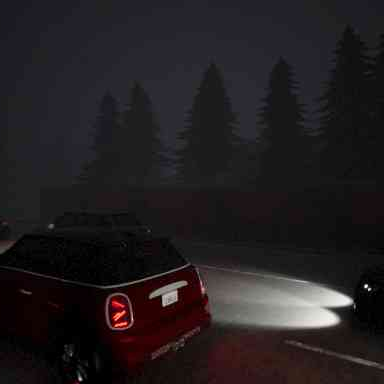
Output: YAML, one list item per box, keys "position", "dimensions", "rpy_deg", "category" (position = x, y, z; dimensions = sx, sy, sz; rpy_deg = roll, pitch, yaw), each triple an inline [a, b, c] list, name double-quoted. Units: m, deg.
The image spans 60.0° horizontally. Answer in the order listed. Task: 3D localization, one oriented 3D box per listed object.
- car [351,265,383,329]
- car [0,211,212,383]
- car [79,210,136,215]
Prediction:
- position: [4.709, 1.564, 4.929]
  dimensions: [4.181, 1.385, 1.994]
  rpy_deg: [0, 0, 36]
  category: "car"
- position: [-2.006, 1.352, 5.415]
  dimensions: [4.553, 1.767, 2.097]
  rpy_deg: [0, 0, 35]
  category: "car"
- position: [-3.426, 1.352, 10.728]
  dimensions: [4.553, 1.767, 2.097]
  rpy_deg: [0, 0, 35]
  category: "car"
